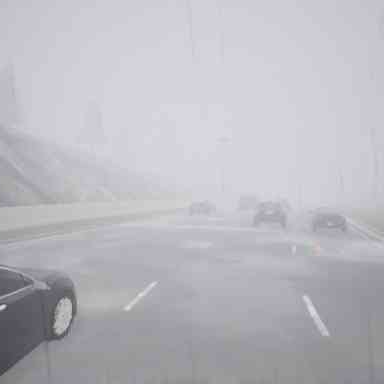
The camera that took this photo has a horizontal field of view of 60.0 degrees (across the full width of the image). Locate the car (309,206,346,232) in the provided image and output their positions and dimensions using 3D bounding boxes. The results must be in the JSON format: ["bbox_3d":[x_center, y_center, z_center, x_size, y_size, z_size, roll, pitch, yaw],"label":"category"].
[{"bbox_3d":[8.368,1.617,20.721,1.812,1.442,4.674,1,0,17],"label":"car"}]

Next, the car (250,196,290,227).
[{"bbox_3d":[5.643,1.418,23.696,2.097,1.767,4.553,1,0,17],"label":"car"}]

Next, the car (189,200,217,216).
[{"bbox_3d":[1.134,1.520,32.836,2.128,1.511,4.902,1,0,17],"label":"car"}]

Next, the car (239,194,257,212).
[{"bbox_3d":[6.965,1.309,39.757,2.150,2.045,5.566,1,0,17],"label":"car"}]

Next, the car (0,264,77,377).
[{"bbox_3d":[-2.964,1.478,3.641,1.837,1.490,4.892,0,0,5],"label":"car"}]
